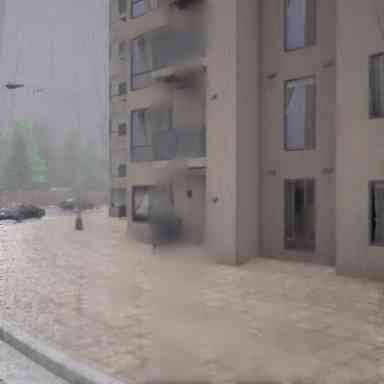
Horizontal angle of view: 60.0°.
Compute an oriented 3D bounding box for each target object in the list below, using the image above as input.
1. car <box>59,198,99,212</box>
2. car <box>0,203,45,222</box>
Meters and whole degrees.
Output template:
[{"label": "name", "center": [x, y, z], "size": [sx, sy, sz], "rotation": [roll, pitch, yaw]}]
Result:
[{"label": "car", "center": [-12.787, 1.453, 37.923], "size": [1.837, 1.490, 4.892], "rotation": [0, 0, 30]}, {"label": "car", "center": [-13.375, 1.524, 26.031], "size": [1.994, 1.385, 4.181], "rotation": [0, 0, 7]}]
